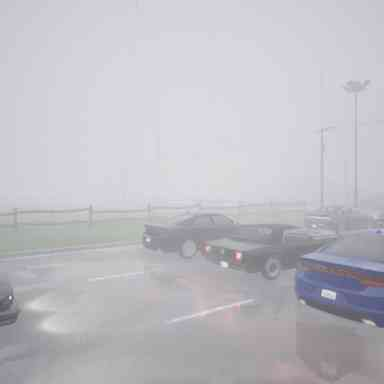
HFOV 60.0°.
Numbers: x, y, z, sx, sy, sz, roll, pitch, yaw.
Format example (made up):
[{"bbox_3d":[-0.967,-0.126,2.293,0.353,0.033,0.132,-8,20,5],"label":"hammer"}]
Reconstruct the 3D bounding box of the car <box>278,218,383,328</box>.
[{"bbox_3d":[4.190,1.477,6.743,5.008,1.535,1.882,0,0,-36],"label":"car"}]

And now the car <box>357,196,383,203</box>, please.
[{"bbox_3d":[22.391,1.543,40.494,2.033,1.411,5.357,0,0,-42],"label":"car"}]

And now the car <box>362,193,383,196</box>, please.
[{"bbox_3d":[27.209,1.216,45.915,2.150,2.045,5.566,-1,0,-44],"label":"car"}]

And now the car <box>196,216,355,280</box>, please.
[{"bbox_3d":[2.664,1.600,9.956,4.718,1.301,1.895,0,0,-35],"label":"car"}]

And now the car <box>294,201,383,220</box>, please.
[{"bbox_3d":[8.122,1.490,18.180,4.902,1.511,2.128,0,0,-36],"label":"car"}]

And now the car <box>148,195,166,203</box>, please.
[{"bbox_3d":[-7.176,1.338,68.565,2.097,1.767,4.553,0,0,-36],"label":"car"}]

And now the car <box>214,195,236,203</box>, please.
[{"bbox_3d":[7.164,1.520,72.682,2.128,1.511,4.902,0,0,-36],"label":"car"}]

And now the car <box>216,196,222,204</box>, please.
[{"bbox_3d":[2.747,1.499,60.807,1.837,1.490,4.892,0,0,-36],"label":"car"}]

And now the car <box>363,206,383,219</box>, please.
[{"bbox_3d":[10.167,1.503,15.339,4.892,1.490,1.837,0,0,-36],"label":"car"}]

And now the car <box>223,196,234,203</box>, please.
[{"bbox_3d":[6.382,1.487,67.811,2.128,1.511,4.902,0,0,-36],"label":"car"}]

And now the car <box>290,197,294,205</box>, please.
[{"bbox_3d":[11.897,1.596,48.276,1.895,1.301,4.718,0,0,-36],"label":"car"}]

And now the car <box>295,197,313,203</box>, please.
[{"bbox_3d":[17.050,1.521,53.109,1.812,1.442,4.674,0,0,-36],"label":"car"}]

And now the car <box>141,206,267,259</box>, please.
[{"bbox_3d":[0.528,1.477,12.731,5.008,1.535,1.882,0,0,-36],"label":"car"}]

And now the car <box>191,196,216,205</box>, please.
[{"bbox_3d":[1.586,1.559,56.449,1.994,1.385,4.181,0,0,-36],"label":"car"}]

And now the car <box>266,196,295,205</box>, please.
[{"bbox_3d":[16.024,1.499,60.450,1.837,1.490,4.892,0,0,-36],"label":"car"}]

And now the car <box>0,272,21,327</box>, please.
[{"bbox_3d":[-5.286,1.548,4.272,5.357,1.411,2.033,0,0,-35],"label":"car"}]

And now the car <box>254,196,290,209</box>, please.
[{"bbox_3d":[10.315,1.522,44.514,1.812,1.442,4.674,0,0,-36],"label":"car"}]
